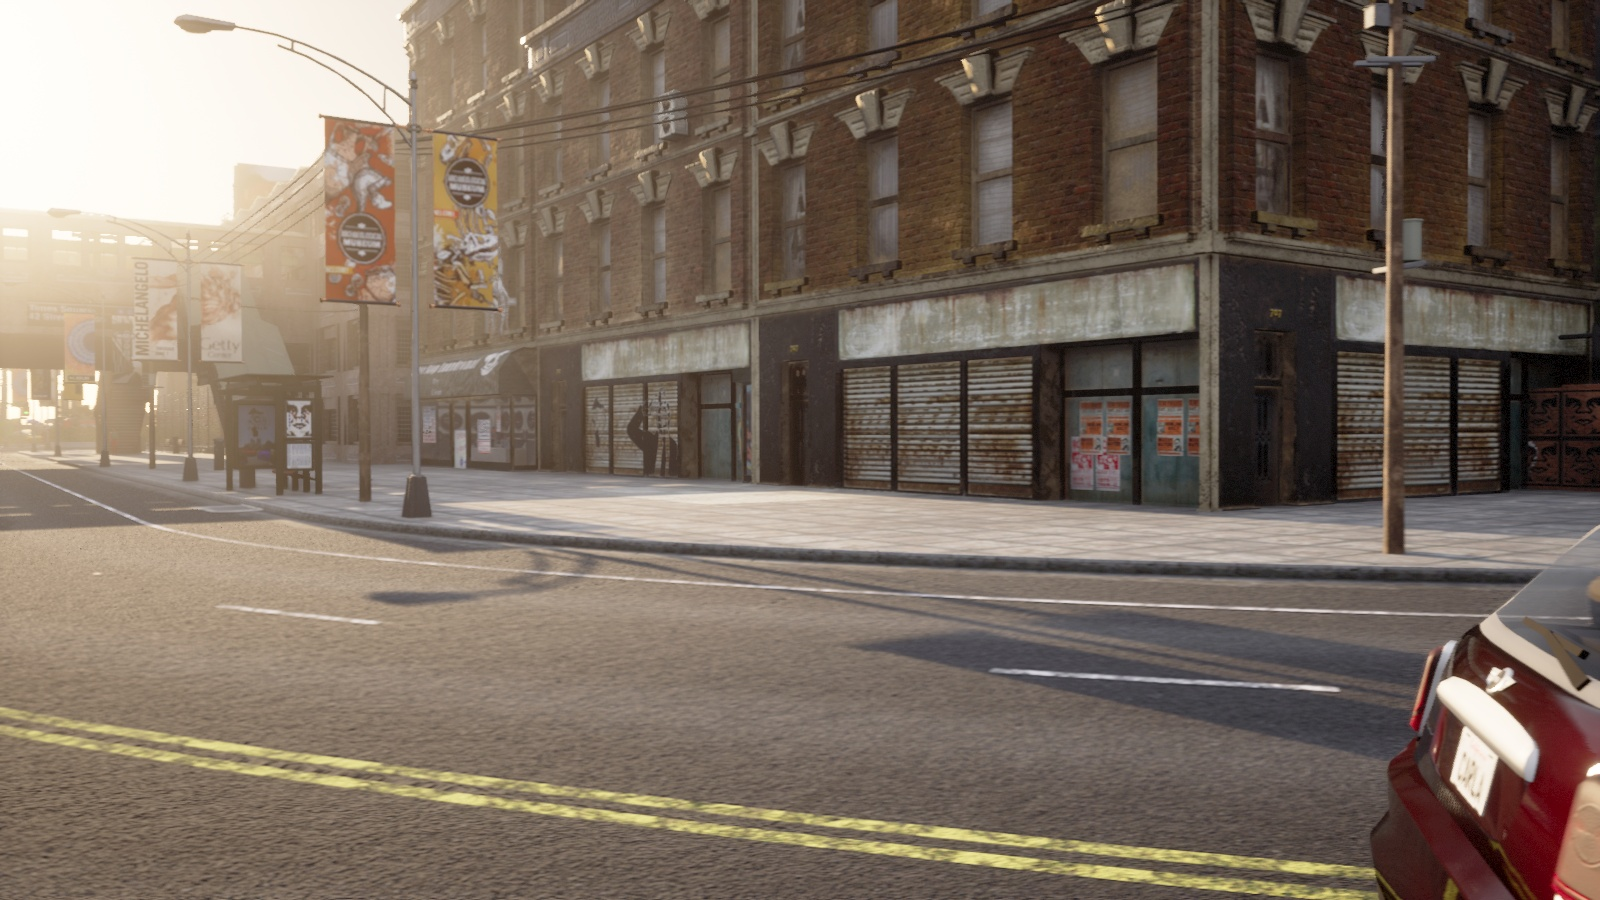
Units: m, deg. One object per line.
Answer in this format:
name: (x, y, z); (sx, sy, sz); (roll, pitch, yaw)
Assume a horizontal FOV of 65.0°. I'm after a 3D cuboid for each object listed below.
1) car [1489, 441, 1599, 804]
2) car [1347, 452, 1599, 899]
car: (5.924, 0.750, 5.219); (5.008, 1.535, 1.882); (0, 1, 9)
car: (3.190, 0.771, 2.256); (3.806, 1.475, 1.970); (0, 1, 16)
